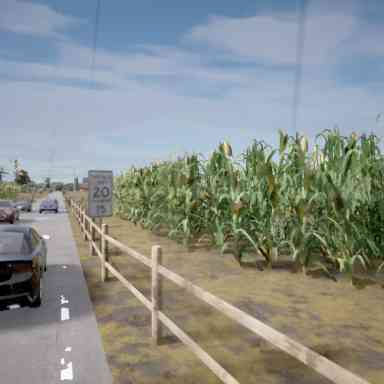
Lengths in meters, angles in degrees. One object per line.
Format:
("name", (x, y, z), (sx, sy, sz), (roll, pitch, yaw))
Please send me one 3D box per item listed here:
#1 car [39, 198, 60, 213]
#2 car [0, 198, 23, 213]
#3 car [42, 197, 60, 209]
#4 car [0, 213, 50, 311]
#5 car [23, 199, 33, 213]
("car", (-15.727, 1.560, 36.605), (2.033, 1.411, 5.357), (0, 0, -21))
("car", (-14.008, 1.369, 24.302), (2.097, 1.767, 4.553), (0, 0, -21))
("car", (-19.381, 1.510, 45.769), (2.128, 1.511, 4.902), (0, 0, -21))
("car", (-4.382, 1.480, 7.563), (1.882, 1.535, 5.008), (0, 0, -21))
("car", (-18.920, 1.516, 37.011), (2.128, 1.511, 4.902), (0, 0, -21))
